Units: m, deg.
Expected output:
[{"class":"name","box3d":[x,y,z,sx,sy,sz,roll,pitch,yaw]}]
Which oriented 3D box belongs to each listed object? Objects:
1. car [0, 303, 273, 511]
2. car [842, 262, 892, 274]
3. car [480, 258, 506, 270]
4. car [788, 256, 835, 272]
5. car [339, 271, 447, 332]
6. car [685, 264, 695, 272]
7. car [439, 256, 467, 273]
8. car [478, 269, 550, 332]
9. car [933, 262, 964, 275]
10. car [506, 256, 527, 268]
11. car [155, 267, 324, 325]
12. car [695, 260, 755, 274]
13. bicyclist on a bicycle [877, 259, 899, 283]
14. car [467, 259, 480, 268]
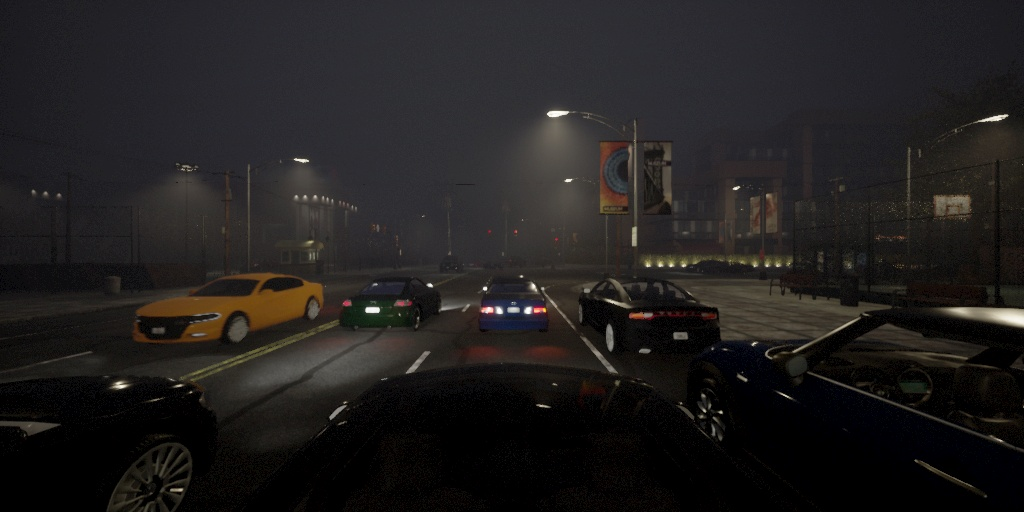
[{"class":"car","box3d":[-3.400,1.242,1.031,2.128,1.511,4.902,0,0,0]},{"class":"car","box3d":[39.483,1.304,39.530,4.181,1.385,1.994,0,0,0]},{"class":"car","box3d":[-2.776,1.336,51.132,1.895,1.301,4.718,0,0,-19]},{"class":"car","box3d":[36.447,0.961,43.019,5.566,2.045,2.150,0,0,0]},{"class":"car","box3d":[-3.446,1.311,10.904,1.994,1.385,4.181,0,0,0]},{"class":"car","box3d":[23.368,1.243,42.915,4.892,1.490,1.837,0,0,-1]},{"class":"car","box3d":[-7.112,0.962,42.549,2.150,2.045,5.566,0,0,0]},{"class":"car","box3d":[0.053,1.295,10.802,2.033,1.411,5.357,0,0,0]},{"class":"car","box3d":[45.146,1.304,36.033,4.181,1.385,1.994,0,0,-1]},{"class":"car","box3d":[1.052,0.953,61.860,2.150,2.045,5.566,-1,0,12]},{"class":"car","box3d":[-7.108,1.225,9.705,1.882,1.535,5.008,0,0,0]},{"class":"car","box3d":[23.591,1.286,39.418,5.357,1.411,2.033,0,0,-1]},{"class":"bicyclist on a bicycle","box3d":[26.054,1.044,24.960,0.582,1.620,1.656,0,0,-1]},{"class":"car","box3d":[-6.238,1.258,60.880,1.812,1.442,4.674,0,0,11]}]
